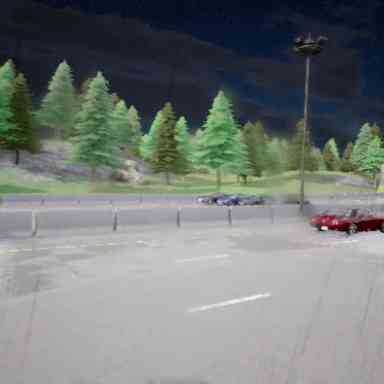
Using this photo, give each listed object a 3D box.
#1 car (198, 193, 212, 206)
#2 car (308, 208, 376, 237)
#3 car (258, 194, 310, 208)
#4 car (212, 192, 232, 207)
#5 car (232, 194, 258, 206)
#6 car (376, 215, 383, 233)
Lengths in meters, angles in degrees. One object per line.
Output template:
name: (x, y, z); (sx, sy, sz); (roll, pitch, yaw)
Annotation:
car: (2.997, 0.772, 38.932); (4.902, 1.511, 2.128); (0, 2, -32)
car: (8.323, 1.469, 17.268); (4.718, 1.301, 1.895); (0, 1, -32)
car: (8.601, 0.945, 30.055); (4.553, 1.767, 2.097); (0, 2, -32)
car: (4.873, 0.910, 35.982); (4.674, 1.442, 1.812); (0, 2, -32)
car: (6.719, 0.994, 33.009); (4.892, 1.490, 1.837); (0, 2, -32)
car: (10.904, 1.202, 14.744); (5.566, 2.045, 2.150); (0, 2, -32)
